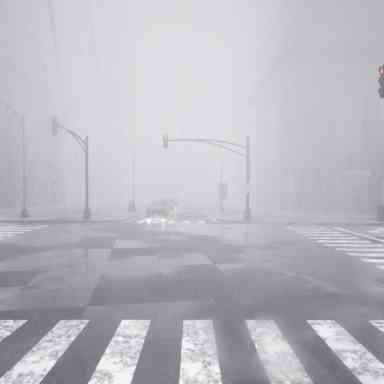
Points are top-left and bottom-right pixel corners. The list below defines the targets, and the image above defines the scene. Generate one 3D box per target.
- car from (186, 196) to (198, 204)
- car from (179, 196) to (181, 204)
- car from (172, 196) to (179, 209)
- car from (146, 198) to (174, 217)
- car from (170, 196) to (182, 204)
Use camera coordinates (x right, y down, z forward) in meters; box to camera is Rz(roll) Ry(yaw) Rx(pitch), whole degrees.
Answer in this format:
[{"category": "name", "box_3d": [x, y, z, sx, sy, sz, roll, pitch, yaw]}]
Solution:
[{"category": "car", "box_3d": [-0.021, 1.514, 62.664, 1.812, 1.442, 4.674, 0, 0, 0]}, {"category": "car", "box_3d": [-3.115, 1.553, 51.489, 1.994, 1.385, 4.181, 0, 0, 1]}, {"category": "car", "box_3d": [-3.128, 1.538, 41.406, 2.033, 1.411, 5.357, 0, 0, 0]}, {"category": "car", "box_3d": [-3.123, 1.540, 31.334, 2.033, 1.411, 5.357, 0, 0, 0]}, {"category": "car", "box_3d": [-3.048, 1.465, 63.892, 1.882, 1.535, 5.008, 0, 0, 1]}]
